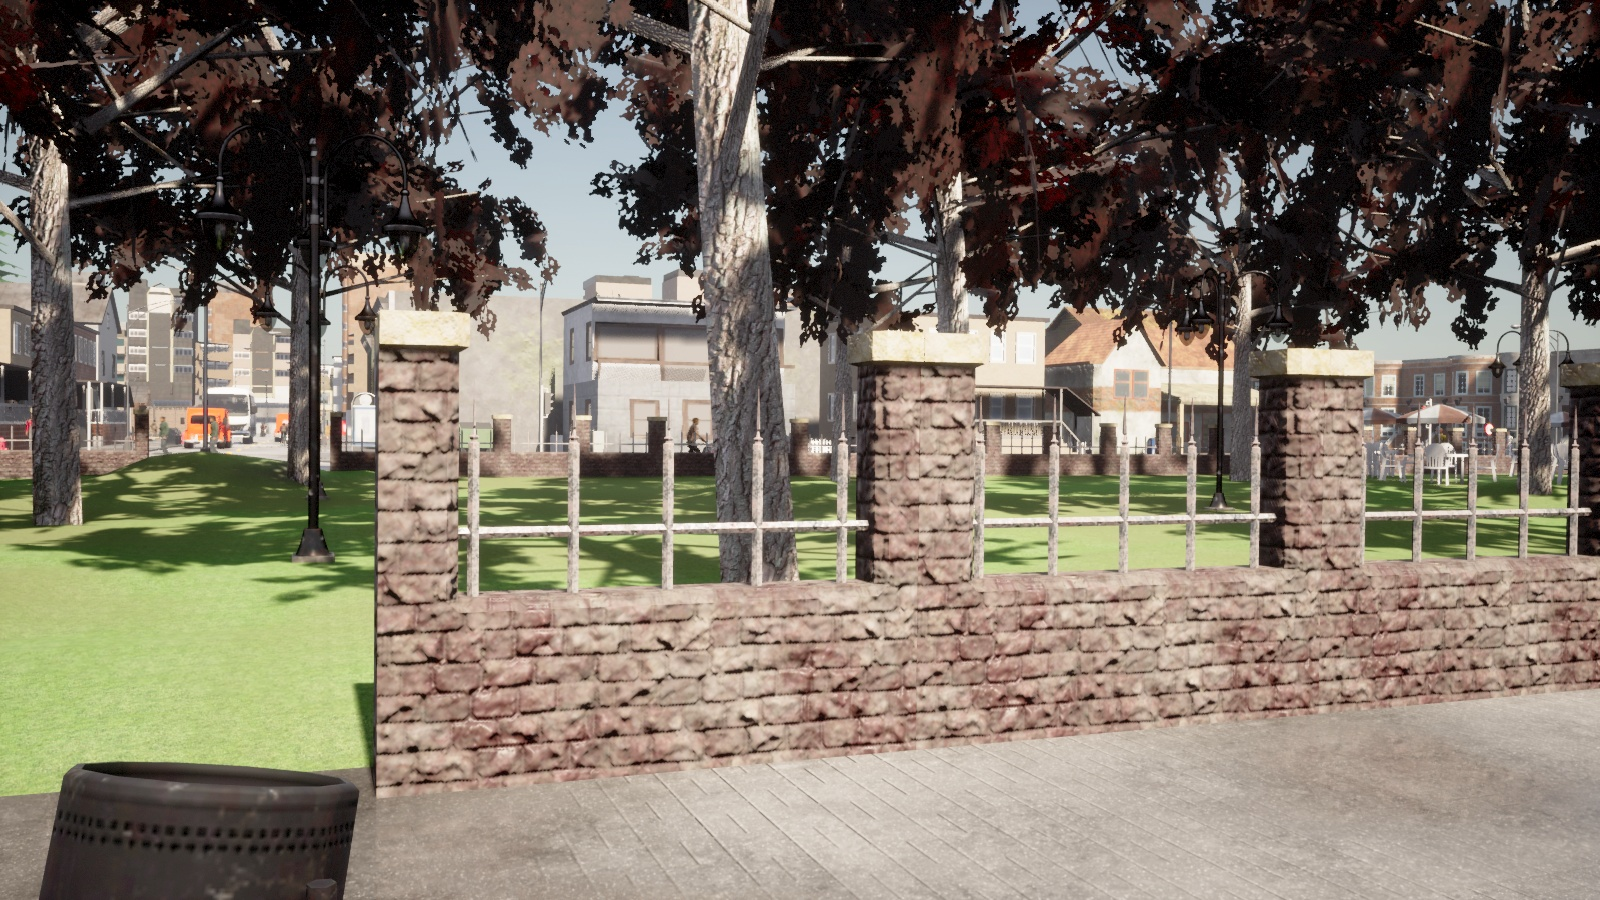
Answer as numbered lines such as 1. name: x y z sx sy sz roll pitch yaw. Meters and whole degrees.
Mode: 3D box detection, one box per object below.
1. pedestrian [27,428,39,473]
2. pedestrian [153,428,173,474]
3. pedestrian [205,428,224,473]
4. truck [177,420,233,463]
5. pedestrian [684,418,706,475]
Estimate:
1. pedestrian: -31.827 0.004 52.103 0.331 1.846 0.636 -1 1 -25
2. pedestrian: -25.959 0.035 51.205 0.353 1.847 0.614 0 1 38
3. pedestrian: -24.051 0.008 51.577 0.353 1.847 0.614 0 1 43
4. truck: -35.995 -0.538 76.136 2.627 2.467 5.204 -1 1 -21
5. pedestrian: -3.418 -0.121 40.918 0.634 1.846 0.331 -1 1 -21
